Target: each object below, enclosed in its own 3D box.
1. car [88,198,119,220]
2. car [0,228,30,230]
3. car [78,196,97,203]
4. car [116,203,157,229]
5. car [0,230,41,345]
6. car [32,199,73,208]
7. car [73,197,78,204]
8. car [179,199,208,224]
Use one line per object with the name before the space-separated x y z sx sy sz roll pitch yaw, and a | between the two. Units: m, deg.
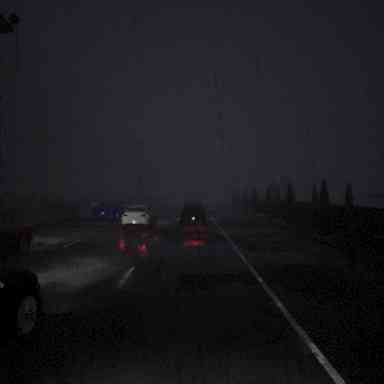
car | -6.904 1.494 28.246 1.882 1.535 5.008 0 0 0
car | -6.902 1.607 10.376 1.895 1.301 4.718 0 0 0
car | -16.857 1.561 55.915 1.812 1.442 4.674 0 0 6
car | -3.402 1.538 21.843 1.812 1.442 4.674 0 0 0
car | -3.400 1.494 3.575 2.128 1.511 4.902 0 0 0
car | -14.073 1.567 32.915 2.033 1.411 5.357 0 0 0
car | -19.951 1.534 59.376 1.837 1.490 4.892 0 0 8
car | 0.097 1.520 24.795 1.837 1.490 4.892 0 0 0
